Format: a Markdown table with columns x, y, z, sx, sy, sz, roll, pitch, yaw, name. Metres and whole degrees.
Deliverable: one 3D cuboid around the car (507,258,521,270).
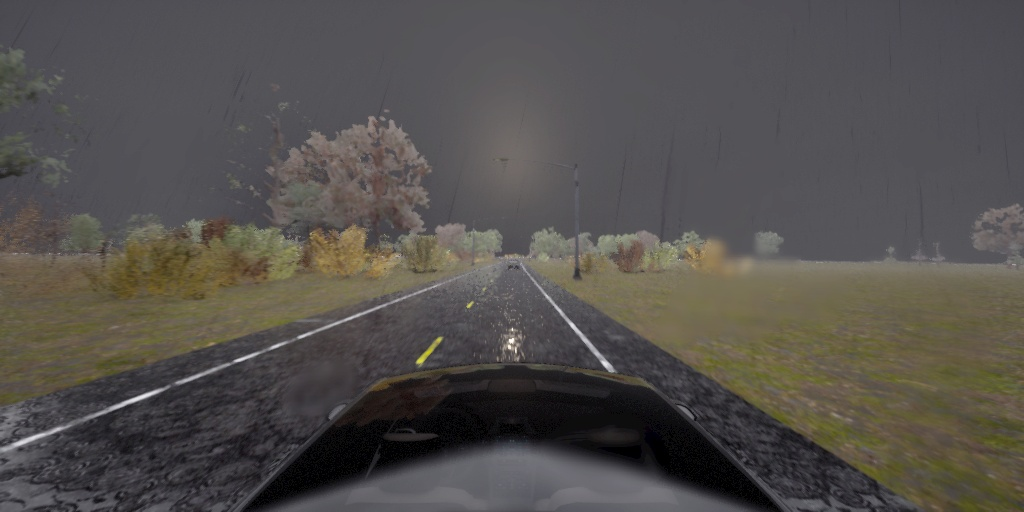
| x | y | z | sx | sy | sz | roll | pitch | yaw | name |
| --- | --- | --- | --- | --- | --- | --- | --- | --- | --- |
| 0.280 | 1.447 | 55.620 | 1.837 | 1.490 | 4.892 | 0 | -2 | 1 | car |
